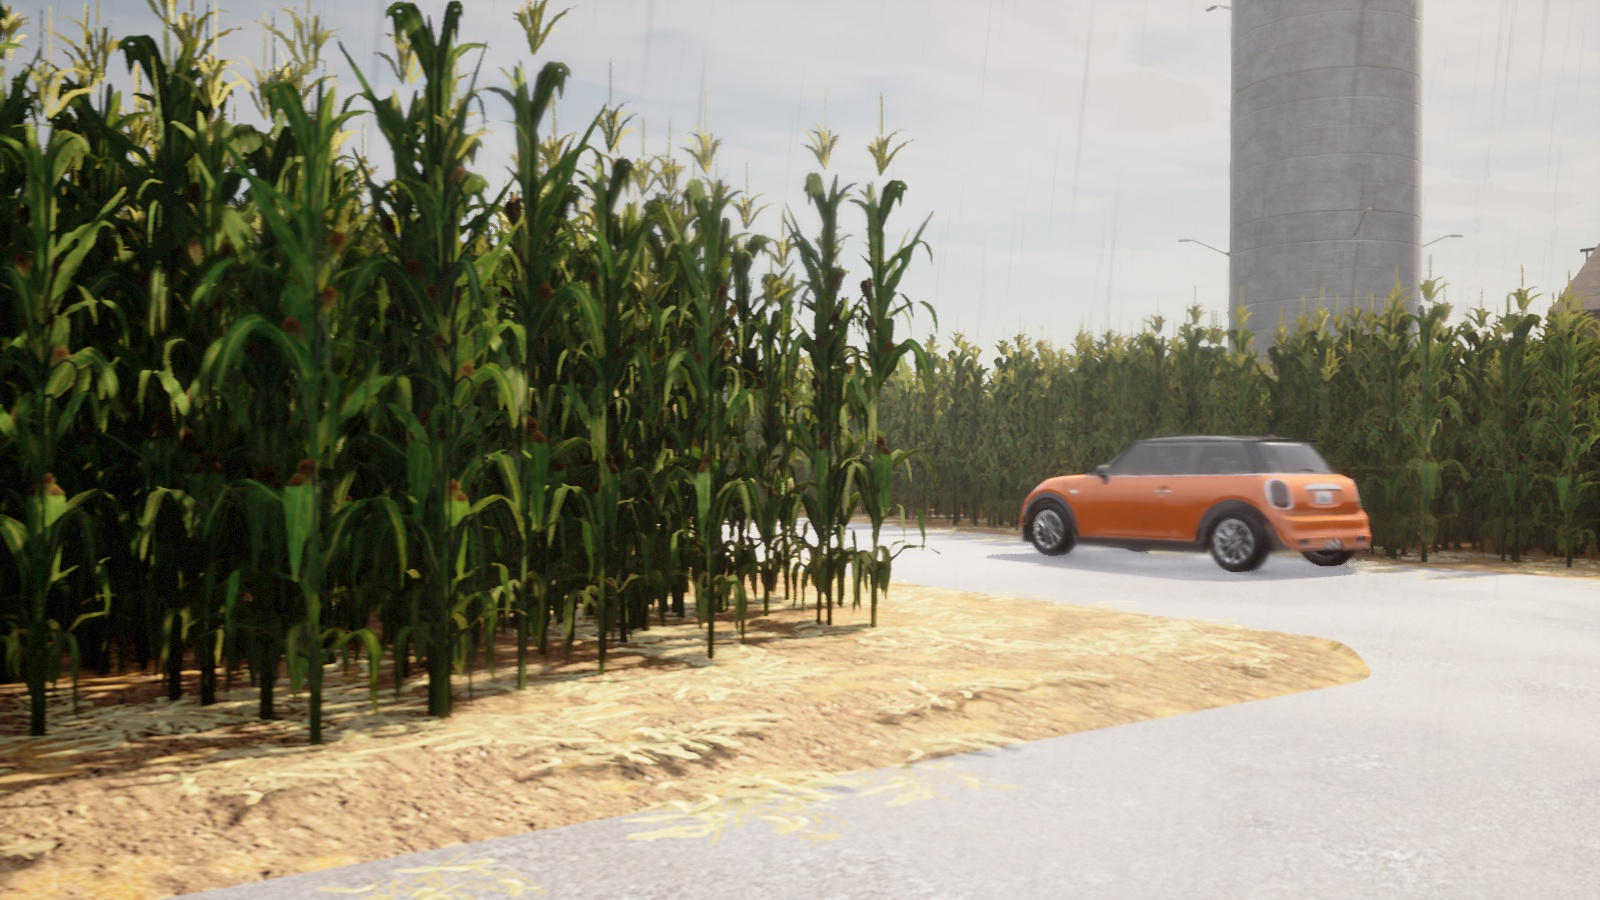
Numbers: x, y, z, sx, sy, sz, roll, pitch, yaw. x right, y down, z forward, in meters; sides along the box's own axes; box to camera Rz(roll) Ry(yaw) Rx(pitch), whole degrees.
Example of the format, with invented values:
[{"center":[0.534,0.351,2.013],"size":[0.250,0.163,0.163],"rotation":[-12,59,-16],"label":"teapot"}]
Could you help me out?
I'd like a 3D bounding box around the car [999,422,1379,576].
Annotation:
[{"center":[5.030,0.586,16.858],"size":[2.097,1.767,4.553],"rotation":[1,-1,-35],"label":"car"}]
